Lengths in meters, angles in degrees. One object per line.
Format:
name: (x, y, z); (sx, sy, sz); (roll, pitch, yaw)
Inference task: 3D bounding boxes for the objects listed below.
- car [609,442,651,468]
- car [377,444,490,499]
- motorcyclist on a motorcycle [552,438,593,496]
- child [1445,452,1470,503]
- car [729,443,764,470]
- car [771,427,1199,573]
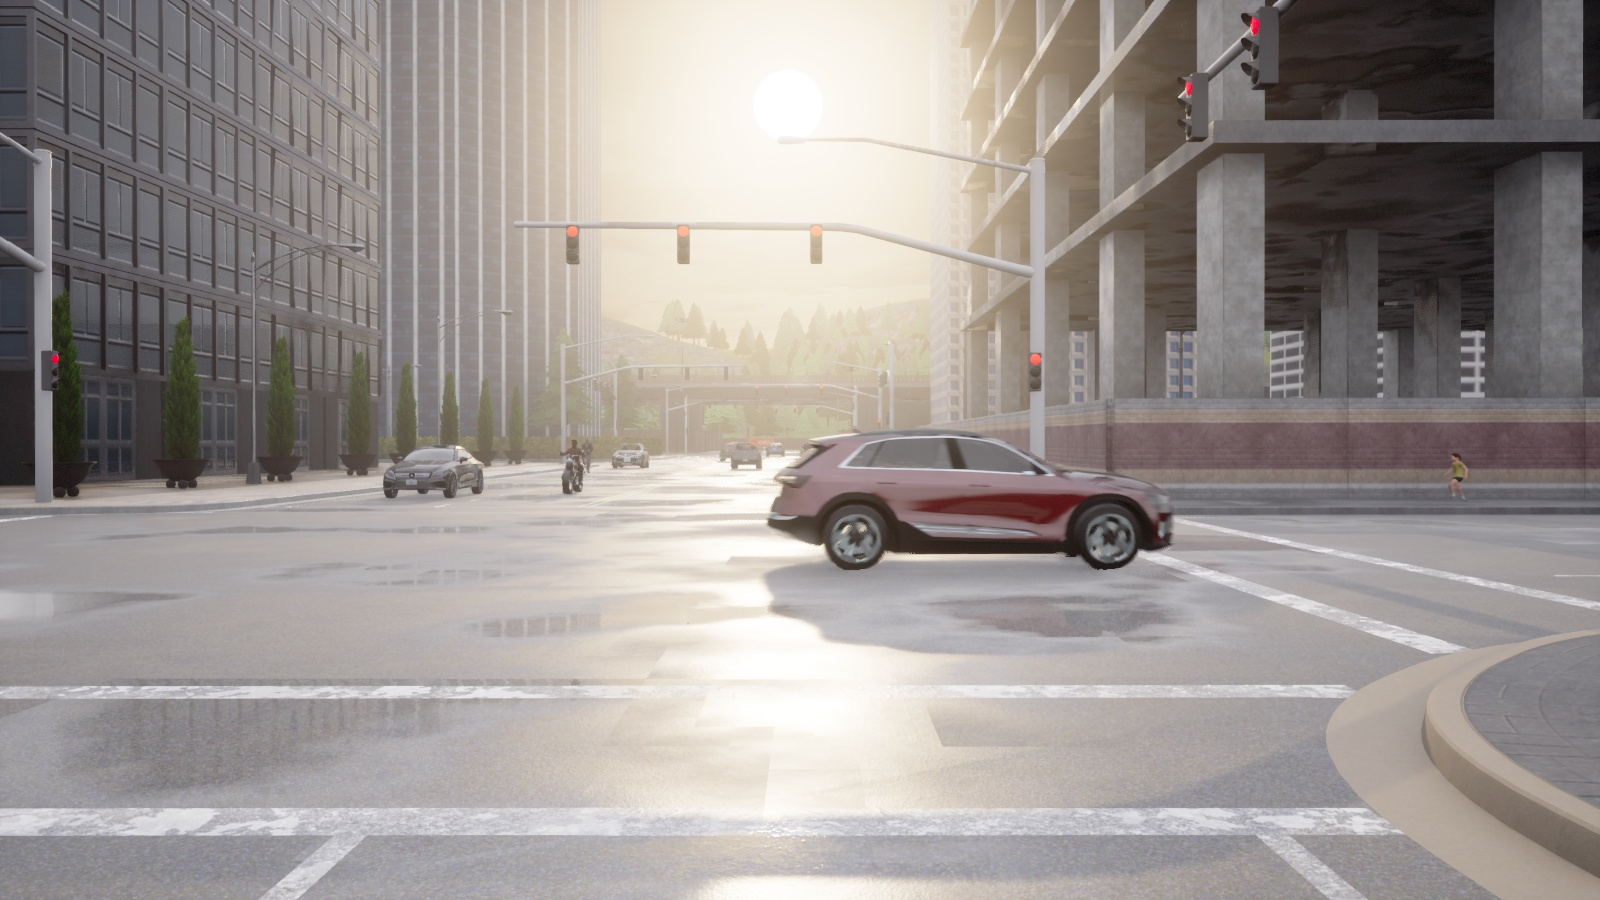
car: (-10.051, 0.283, 74.535); (1.970, 1.475, 3.806); (0, 0, 0)
car: (-10.276, 0.563, 35.566); (1.812, 1.442, 4.674); (0, 0, 0)
motorcyclist on a motorcycle: (-6.765, 0.480, 37.403); (0.766, 1.649, 2.350); (0, 0, 0)
child: (14.265, 0.589, 27.242); (0.394, 1.110, 0.255); (0, 0, -1)
car: (-3.061, 0.351, 72.112); (1.845, 1.501, 3.633); (0, 0, 0)
car: (2.095, 0.560, 15.245); (4.856, 1.649, 2.033); (0, 0, 0)
